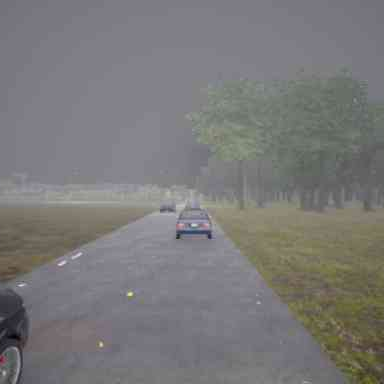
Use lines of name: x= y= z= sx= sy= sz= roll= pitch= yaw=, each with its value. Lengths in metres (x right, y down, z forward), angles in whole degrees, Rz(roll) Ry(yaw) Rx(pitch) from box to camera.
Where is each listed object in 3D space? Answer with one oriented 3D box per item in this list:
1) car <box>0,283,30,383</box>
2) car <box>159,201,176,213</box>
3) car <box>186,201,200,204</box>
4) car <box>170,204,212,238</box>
car: x=-2.850 y=1.530 z=2.234 sx=1.812 sy=1.442 sz=4.674 roll=0 pitch=0 yaw=0
car: x=-2.839 y=1.778 z=40.162 sx=2.033 sy=1.411 sz=5.357 roll=0 pitch=-1 yaw=0
car: x=0.100 y=1.824 z=43.440 sx=1.994 sy=1.385 sz=4.181 roll=0 pitch=-1 yaw=0
car: x=0.100 y=1.617 z=18.105 sx=2.033 sy=1.411 sz=5.357 roll=0 pitch=0 yaw=0
